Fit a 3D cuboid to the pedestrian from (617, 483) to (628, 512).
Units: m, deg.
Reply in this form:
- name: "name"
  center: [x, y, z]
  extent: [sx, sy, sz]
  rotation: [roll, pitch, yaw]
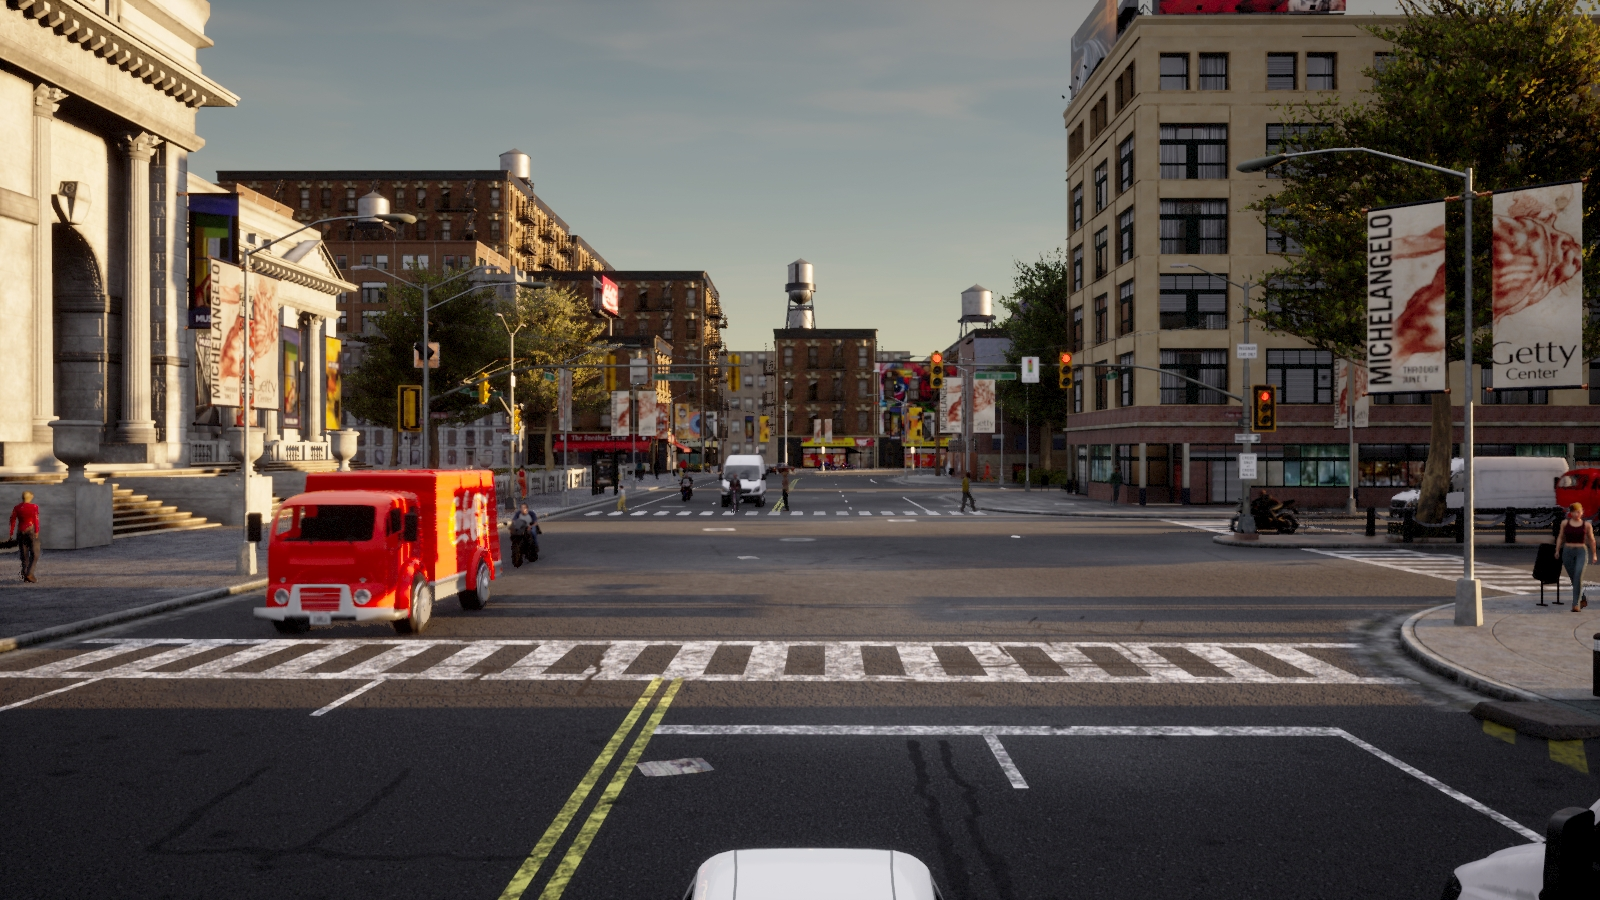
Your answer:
- name: "pedestrian"
  center: [-7.967, 2.128, 51.237]
  extent: [0.375, 1.300, 0.375]
  rotation: [0, 0, 8]

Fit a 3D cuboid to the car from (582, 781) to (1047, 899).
- name: "car"
  center: [0.047, 2.120, 3.817]
  extent: [1.481, 1.376, 2.207]
  rotation: [0, 0, 0]

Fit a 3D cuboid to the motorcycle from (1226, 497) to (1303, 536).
- name: "motorcycle"
  center: [15.467, 2.205, 38.112]
  extent: [2.209, 1.251, 0.867]
  rotation: [0, 0, 0]

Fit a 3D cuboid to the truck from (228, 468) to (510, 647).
- name: "truck"
  center: [-6.793, 1.568, 18.846]
  extent: [2.627, 2.467, 5.204]
  rotation: [0, 0, 1]

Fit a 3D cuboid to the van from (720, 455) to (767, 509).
- name: "van"
  center: [-2.785, 1.534, 57.150]
  extent: [1.988, 2.561, 5.915]
  rotation: [0, 0, 1]

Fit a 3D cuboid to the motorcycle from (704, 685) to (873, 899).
- name: "motorcycle"
  center: [-0.047, 2.182, 6.691]
  extent: [0.856, 1.236, 1.805]
  rotation: [0, 0, 1]

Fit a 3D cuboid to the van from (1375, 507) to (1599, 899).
- name: "van"
  center: [3.538, 1.534, 2.141]
  extent: [1.988, 2.561, 5.915]
  rotation: [0, 0, 1]

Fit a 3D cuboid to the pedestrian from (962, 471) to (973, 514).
- name: "pedestrian"
  center: [7.358, 1.849, 50.125]
  extent: [0.375, 1.860, 0.375]
  rotation: [0, 0, -12]

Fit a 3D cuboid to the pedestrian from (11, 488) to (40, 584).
- name: "pedestrian"
  center: [-15.318, 1.696, 22.600]
  extent: [0.375, 1.860, 0.375]
  rotation: [0, 0, -12]

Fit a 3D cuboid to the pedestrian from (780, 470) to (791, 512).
- name: "pedestrian"
  center: [-0.629, 1.848, 51.202]
  extent: [0.375, 1.860, 0.375]
  rotation: [0, 0, -24]

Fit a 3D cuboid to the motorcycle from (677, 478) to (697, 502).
- name: "motorcycle"
  center: [-6.217, 2.205, 62.895]
  extent: [0.867, 1.251, 2.209]
  rotation: [0, 0, 1]

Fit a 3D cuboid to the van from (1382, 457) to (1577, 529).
- name: "van"
  center: [24.625, 1.534, 41.557]
  extent: [5.915, 2.561, 1.988]
  rotation: [0, 0, 1]

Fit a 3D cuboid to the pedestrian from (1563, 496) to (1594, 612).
- name: "pedestrian"
  center: [12.835, 1.696, 18.833]
  extent: [0.375, 1.860, 0.375]
  rotation: [0, 0, 42]

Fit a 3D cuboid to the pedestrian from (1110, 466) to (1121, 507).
- name: "pedestrian"
  center: [14.713, 1.696, 53.295]
  extent: [0.375, 1.860, 0.375]
  rotation: [0, 0, -8]

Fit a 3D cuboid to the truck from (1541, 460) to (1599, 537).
- name: "truck"
  center: [28.125, 1.564, 38.026]
  extent: [5.204, 2.467, 2.627]
  rotation: [0, 0, 1]

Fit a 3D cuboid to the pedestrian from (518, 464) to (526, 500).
- name: "pedestrian"
  center: [-14.723, 1.697, 60.514]
  extent: [0.375, 1.860, 0.375]
  rotation: [0, 0, -2]
